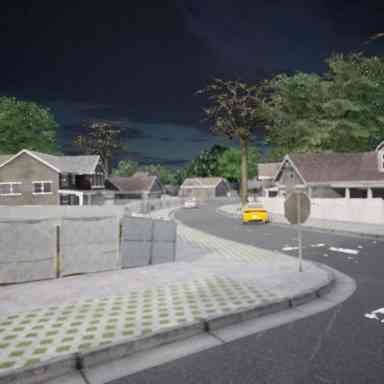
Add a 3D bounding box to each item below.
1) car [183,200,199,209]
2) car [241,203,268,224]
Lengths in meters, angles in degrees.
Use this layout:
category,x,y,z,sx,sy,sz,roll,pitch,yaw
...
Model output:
category,x,y,z,sx,sy,sz,roll,pitch,yaw
car,-0.134,2.026,54.789,1.812,1.442,4.674,-2,-1,7
car,5.068,1.600,27.012,1.882,1.535,5.008,-3,1,10
